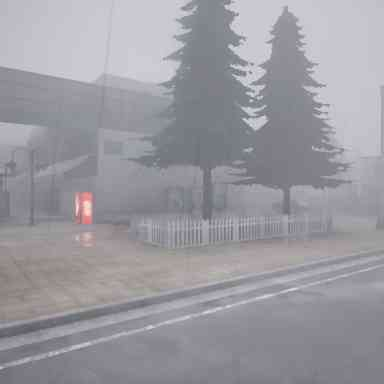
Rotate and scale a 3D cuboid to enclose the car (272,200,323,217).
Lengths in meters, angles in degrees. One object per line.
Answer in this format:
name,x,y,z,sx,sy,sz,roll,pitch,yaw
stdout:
car,9.568,1.462,30.440,1.882,1.535,5.008,0,0,-34
